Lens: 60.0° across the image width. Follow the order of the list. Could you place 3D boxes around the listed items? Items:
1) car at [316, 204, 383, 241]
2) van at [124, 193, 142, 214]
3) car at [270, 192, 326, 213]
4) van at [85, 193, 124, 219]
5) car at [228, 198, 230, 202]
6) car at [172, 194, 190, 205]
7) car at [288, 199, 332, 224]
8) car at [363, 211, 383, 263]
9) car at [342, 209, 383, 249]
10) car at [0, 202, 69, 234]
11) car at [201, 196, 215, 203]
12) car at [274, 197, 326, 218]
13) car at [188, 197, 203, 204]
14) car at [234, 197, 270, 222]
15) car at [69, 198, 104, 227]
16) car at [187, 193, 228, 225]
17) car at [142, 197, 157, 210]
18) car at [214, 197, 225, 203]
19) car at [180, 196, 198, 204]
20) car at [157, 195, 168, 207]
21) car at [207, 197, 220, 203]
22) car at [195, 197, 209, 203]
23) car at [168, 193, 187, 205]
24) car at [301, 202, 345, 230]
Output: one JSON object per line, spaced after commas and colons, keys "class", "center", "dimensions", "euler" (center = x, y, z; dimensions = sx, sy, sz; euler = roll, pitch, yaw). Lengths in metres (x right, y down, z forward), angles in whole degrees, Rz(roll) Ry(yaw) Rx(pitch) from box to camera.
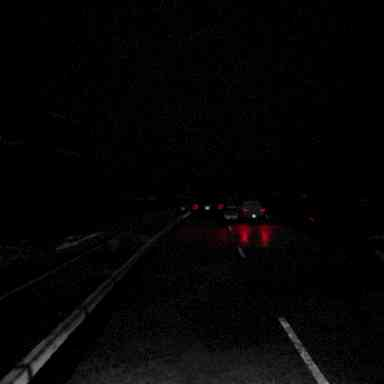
{"class": "car", "center": [8.174, 1.429, 14.186], "dimensions": [4.792, 1.488, 2.163], "euler": [0, 0, 4]}
{"class": "van", "center": [-6.748, 1.061, 32.746], "dimensions": [1.878, 1.987, 4.442], "euler": [0, 0, 8]}
{"class": "car", "center": [9.614, 1.009, 30.635], "dimensions": [5.566, 2.045, 2.435], "euler": [0, 0, 7]}
{"class": "van", "center": [-7.377, 1.090, 27.243], "dimensions": [1.878, 1.987, 4.442], "euler": [0, 0, 7]}
{"class": "car", "center": [3.395, 1.296, 41.053], "dimensions": [1.837, 1.490, 4.892], "euler": [0, 0, 9]}
{"class": "car", "center": [-1.896, 1.347, 60.180], "dimensions": [2.185, 1.767, 4.553], "euler": [0, -1, 13]}
{"class": "car", "center": [8.556, 1.353, 19.634], "dimensions": [4.892, 1.521, 2.231], "euler": [0, 1, 5]}
{"class": "car", "center": [7.769, 1.435, 8.737], "dimensions": [5.366, 1.575, 1.946], "euler": [0, 0, 2]}
{"class": "car", "center": [8.068, 1.460, 11.457], "dimensions": [4.674, 1.452, 2.002], "euler": [0, 0, 3]}
{"class": "car", "center": [-8.302, 1.400, 16.331], "dimensions": [2.097, 1.535, 5.008], "euler": [0, 0, 4]}
{"class": "car", "center": [4.010, 1.817, 81.678], "dimensions": [2.185, 1.767, 4.553], "euler": [0, -1, 19]}
{"class": "car", "center": [9.017, 1.327, 25.203], "dimensions": [4.792, 1.488, 2.163], "euler": [0, 0, 6]}
{"class": "car", "center": [0.802, 1.735, 70.897], "dimensions": [2.002, 1.452, 4.674], "euler": [0, -1, 16]}
{"class": "car", "center": [4.326, 1.360, 24.438], "dimensions": [1.812, 1.442, 4.674], "euler": [0, 0, 5]}
{"class": "car", "center": [-7.899, 1.389, 21.809], "dimensions": [2.163, 1.488, 4.792], "euler": [0, 0, 6]}
{"class": "car", "center": [1.183, 1.073, 23.189], "dimensions": [2.150, 2.045, 5.566], "euler": [0, 0, 5]}
{"class": "car", "center": [-5.961, 1.319, 38.362], "dimensions": [2.002, 1.452, 4.674], "euler": [0, 0, 9]}
{"class": "car", "center": [7.628, 2.223, 92.136], "dimensions": [2.002, 1.452, 4.674], "euler": [0, -1, 21]}
{"class": "car", "center": [-0.581, 1.578, 65.657], "dimensions": [2.231, 1.521, 4.892], "euler": [0, -1, 15]}
{"class": "car", "center": [-5.110, 1.334, 43.839], "dimensions": [2.002, 1.452, 4.674], "euler": [0, 0, 10]}
{"class": "car", "center": [5.759, 2.063, 86.914], "dimensions": [2.097, 1.535, 5.008], "euler": [0, -1, 20]}
{"class": "car", "center": [2.325, 1.846, 76.202], "dimensions": [2.163, 1.488, 4.792], "euler": [0, -1, 17]}
{"class": "car", "center": [-3.105, 1.139, 54.705], "dimensions": [2.435, 2.045, 5.566], "euler": [0, -1, 12]}
{"class": "car", "center": [8.398, 1.406, 16.906], "dimensions": [4.792, 1.488, 2.163], "euler": [0, 1, 4]}
